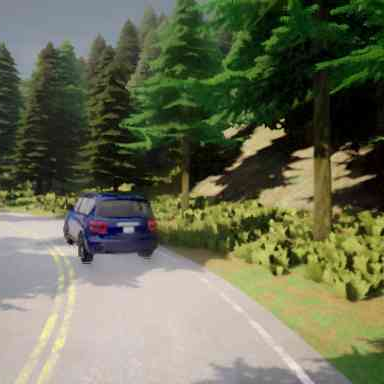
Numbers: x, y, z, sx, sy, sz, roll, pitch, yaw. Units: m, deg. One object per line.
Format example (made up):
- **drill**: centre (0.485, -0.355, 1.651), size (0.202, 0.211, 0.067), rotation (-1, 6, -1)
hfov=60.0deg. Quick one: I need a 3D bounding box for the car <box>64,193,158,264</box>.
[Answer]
- **car**: centre (-2.978, 1.035, 11.552), size (2.150, 2.045, 5.566), rotation (1, 2, -28)
